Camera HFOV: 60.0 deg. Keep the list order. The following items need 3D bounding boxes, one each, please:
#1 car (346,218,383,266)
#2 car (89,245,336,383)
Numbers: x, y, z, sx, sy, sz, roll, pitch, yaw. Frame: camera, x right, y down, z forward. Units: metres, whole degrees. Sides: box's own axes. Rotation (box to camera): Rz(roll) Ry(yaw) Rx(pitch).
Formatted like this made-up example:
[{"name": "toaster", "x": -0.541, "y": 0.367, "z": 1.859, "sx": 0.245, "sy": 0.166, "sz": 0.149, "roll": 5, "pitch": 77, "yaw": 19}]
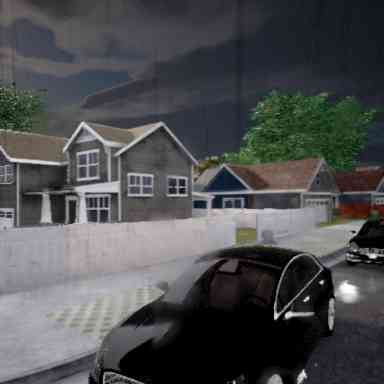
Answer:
[{"name": "car", "x": 6.992, "y": 1.731, "z": 11.910, "sx": 1.837, "sy": 1.490, "sz": 4.892, "roll": -2, "pitch": -2, "yaw": 40}, {"name": "car", "x": 0.793, "y": 1.631, "z": 4.821, "sx": 1.837, "sy": 1.490, "sz": 4.892, "roll": -2, "pitch": -2, "yaw": 33}]
